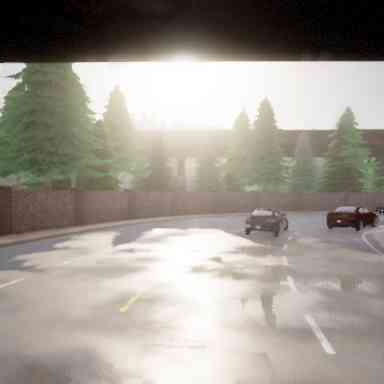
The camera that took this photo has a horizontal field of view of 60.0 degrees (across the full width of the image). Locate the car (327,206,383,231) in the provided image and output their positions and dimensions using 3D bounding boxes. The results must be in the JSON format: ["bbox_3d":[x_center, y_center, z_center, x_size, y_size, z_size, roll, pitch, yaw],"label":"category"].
[{"bbox_3d":[10.659,1.639,21.958,1.882,1.535,5.008,-1,-1,44],"label":"car"}]

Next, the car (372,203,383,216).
[{"bbox_3d":[22.191,1.865,35.682,4.718,1.301,1.895,0,0,-1],"label":"car"}]

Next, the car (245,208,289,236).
[{"bbox_3d":[4.416,1.667,19.451,1.812,1.442,4.674,0,0,25],"label":"car"}]
